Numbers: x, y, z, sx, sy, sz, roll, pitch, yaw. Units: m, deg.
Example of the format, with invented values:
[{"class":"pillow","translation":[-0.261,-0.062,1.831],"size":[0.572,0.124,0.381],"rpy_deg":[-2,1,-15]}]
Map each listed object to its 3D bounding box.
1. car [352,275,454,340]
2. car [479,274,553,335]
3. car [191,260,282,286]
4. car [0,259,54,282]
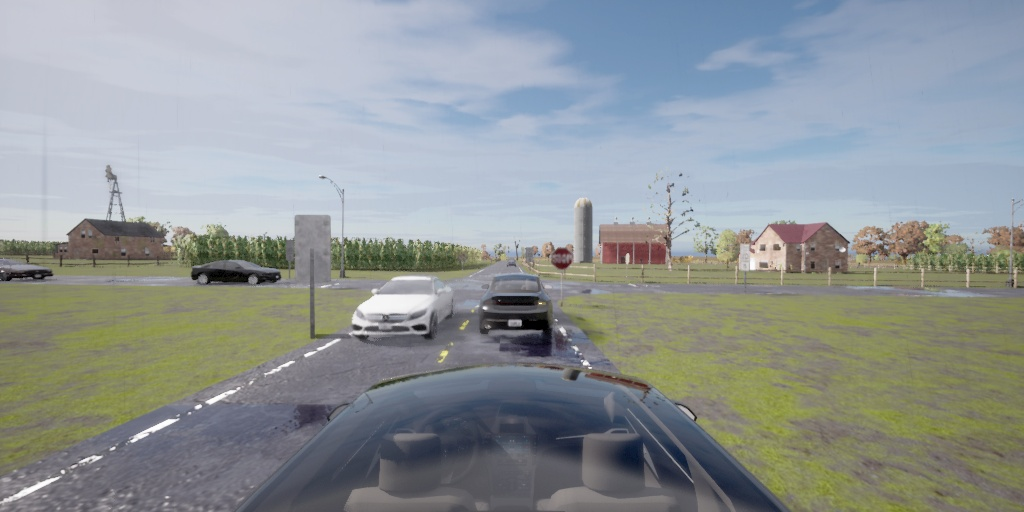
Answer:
[{"class":"car","translation":[-2.782,1.280,10.156],"size":[1.812,1.442,4.674],"rpy_deg":[0,0,0]},{"class":"car","translation":[0.142,1.261,10.546],"size":[1.837,1.490,4.892],"rpy_deg":[0,0,2]},{"class":"car","translation":[-17.501,1.026,22.901],"size":[5.008,1.535,1.882],"rpy_deg":[1,1,0]},{"class":"car","translation":[-32.833,0.867,22.824],"size":[5.357,1.411,2.033],"rpy_deg":[1,1,0]}]
